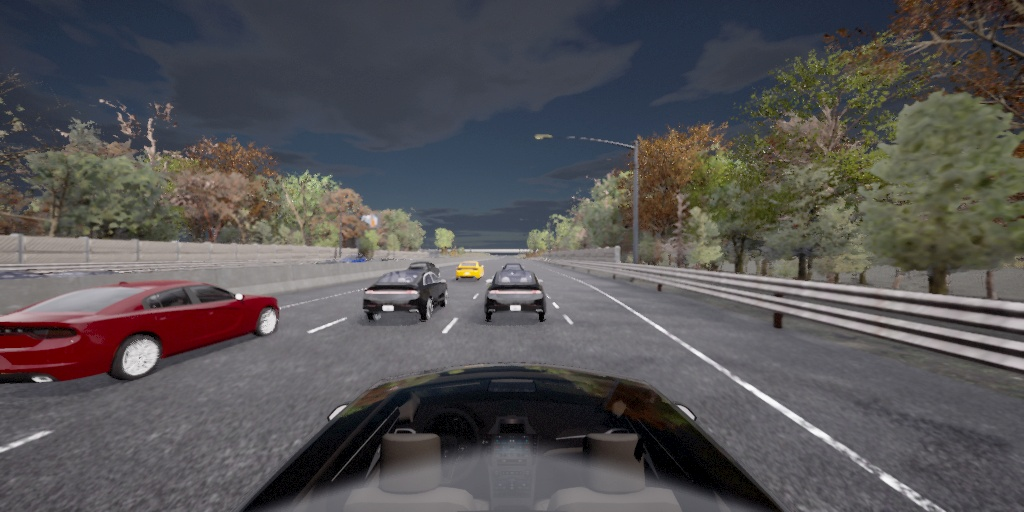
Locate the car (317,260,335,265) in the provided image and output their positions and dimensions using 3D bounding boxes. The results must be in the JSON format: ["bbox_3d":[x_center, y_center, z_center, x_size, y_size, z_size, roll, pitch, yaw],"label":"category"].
[{"bbox_3d":[-28.063,1.254,55.356,1.895,1.301,4.718,0,0,1],"label":"car"}]

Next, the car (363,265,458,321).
[{"bbox_3d":[-3.405,1.215,12.282,2.128,1.511,4.902,0,0,0],"label":"car"}]

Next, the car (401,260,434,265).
[{"bbox_3d":[-6.912,1.196,28.156,1.837,1.490,4.892,0,0,0],"label":"car"}]

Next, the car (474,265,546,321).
[{"bbox_3d":[0.095,1.215,12.326,2.128,1.511,4.902,0,0,0],"label":"car"}]

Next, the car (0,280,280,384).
[{"bbox_3d":[-6.905,1.213,7.198,1.882,1.535,5.008,0,0,0],"label":"car"}]

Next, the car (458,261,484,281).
[{"bbox_3d":[-3.413,1.166,29.697,1.882,1.535,5.008,0,0,0],"label":"car"}]

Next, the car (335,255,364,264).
[{"bbox_3d":[-24.567,0.873,55.447,2.150,2.045,5.566,0,0,1],"label":"car"}]

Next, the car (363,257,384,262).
[{"bbox_3d":[-21.072,1.156,56.139,1.837,1.490,4.892,0,0,1],"label":"car"}]

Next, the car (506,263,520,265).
[{"bbox_3d":[0.087,1.254,28.740,1.994,1.385,4.181,0,0,0],"label":"car"}]

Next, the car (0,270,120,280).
[{"bbox_3d":[-17.605,1.282,14.592,1.994,1.385,4.181,0,0,0],"label":"car"}]

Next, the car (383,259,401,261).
[{"bbox_3d":[-17.582,1.254,54.947,1.895,1.301,4.718,0,0,1],"label":"car"}]
